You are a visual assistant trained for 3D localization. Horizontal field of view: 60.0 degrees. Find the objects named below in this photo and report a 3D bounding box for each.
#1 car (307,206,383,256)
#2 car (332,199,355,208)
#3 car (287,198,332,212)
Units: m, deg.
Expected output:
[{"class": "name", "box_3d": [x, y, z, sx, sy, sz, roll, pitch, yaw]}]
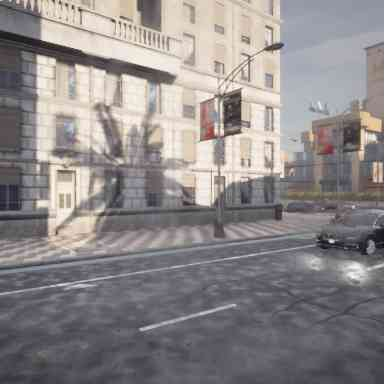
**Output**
[{"class": "car", "box_3d": [6.923, 1.505, 13.220, 4.892, 1.490, 1.837, 0, 0, -36]}, {"class": "car", "box_3d": [15.982, 1.491, 37.793, 2.128, 1.511, 4.902, 0, 0, -36]}, {"class": "car", "box_3d": [12.550, 1.564, 36.486, 1.994, 1.385, 4.181, 0, 0, -35]}]
